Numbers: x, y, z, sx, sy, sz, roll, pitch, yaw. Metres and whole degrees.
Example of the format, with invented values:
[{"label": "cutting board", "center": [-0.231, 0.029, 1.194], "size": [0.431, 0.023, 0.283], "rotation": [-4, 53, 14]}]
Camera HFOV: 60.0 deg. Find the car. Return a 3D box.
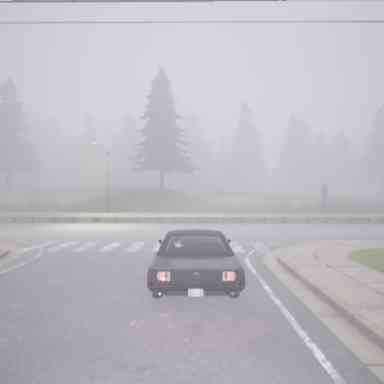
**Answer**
[{"label": "car", "center": [0.070, 1.589, 8.418], "size": [1.895, 1.301, 4.718], "rotation": [0, 0, 0]}]
